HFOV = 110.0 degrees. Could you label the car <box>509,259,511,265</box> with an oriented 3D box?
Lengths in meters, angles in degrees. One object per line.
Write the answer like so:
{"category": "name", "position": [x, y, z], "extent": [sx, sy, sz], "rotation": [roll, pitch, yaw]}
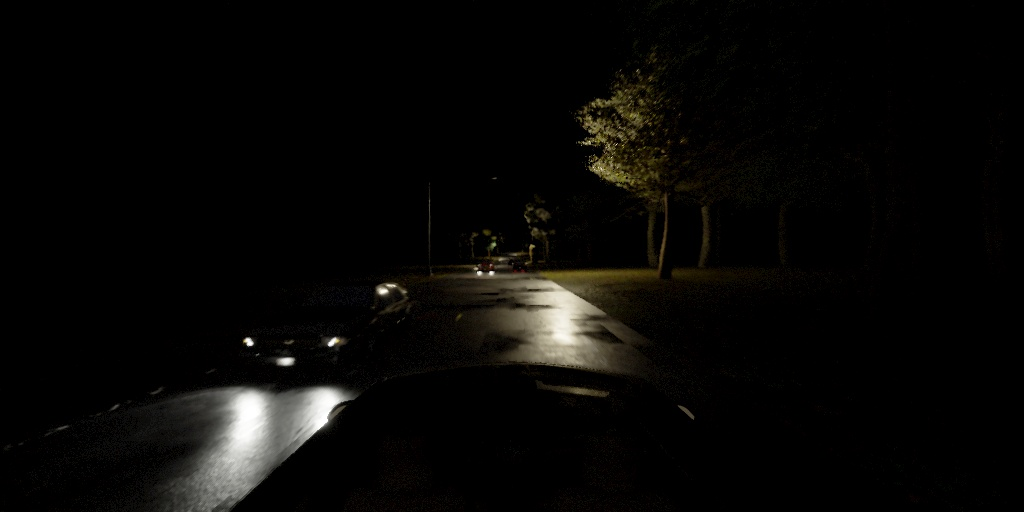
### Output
{"category": "car", "position": [1.047, 1.370, 65.117], "extent": [2.097, 1.767, 4.553], "rotation": [0, 0, 0]}

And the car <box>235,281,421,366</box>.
{"category": "car", "position": [-3.596, 1.302, 8.364], "extent": [2.033, 1.411, 5.357], "rotation": [0, 0, 0]}

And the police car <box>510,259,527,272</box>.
{"category": "police car", "position": [1.048, 1.337, 49.254], "extent": [1.930, 1.638, 5.238], "rotation": [0, 0, 0]}

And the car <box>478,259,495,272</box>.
{"category": "car", "position": [-3.546, 1.266, 49.758], "extent": [2.097, 1.767, 4.553], "rotation": [0, 0, 1]}
